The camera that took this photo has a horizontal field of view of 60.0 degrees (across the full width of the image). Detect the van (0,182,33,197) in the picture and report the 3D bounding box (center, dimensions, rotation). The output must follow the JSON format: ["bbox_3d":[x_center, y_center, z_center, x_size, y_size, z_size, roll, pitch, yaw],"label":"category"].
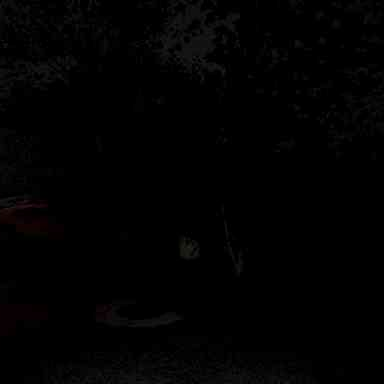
[{"bbox_3d":[-24.756,-0.300,46.290,4.442,1.987,1.878,1,1,-30],"label":"van"}]

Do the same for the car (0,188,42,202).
[{"bbox_3d":[-19.350,0.329,36.787,4.792,1.488,2.163,1,2,-30],"label":"car"}]

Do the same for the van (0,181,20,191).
[{"bbox_3d":[-40.098,-1.292,72.744,4.442,1.987,1.878,1,1,-30],"label":"van"}]

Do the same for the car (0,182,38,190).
[{"bbox_3d":[-15.114,0.387,29.488,5.566,2.045,2.435,1,2,-30],"label":"car"}]

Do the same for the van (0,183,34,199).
[{"bbox_3d":[-22.164,-0.121,41.373,4.442,1.987,1.878,1,1,-30],"label":"van"}]

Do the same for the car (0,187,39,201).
[{"bbox_3d":[-20.673,0.232,39.069,4.792,1.488,2.163,1,1,-30],"label":"car"}]

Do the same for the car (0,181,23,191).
[{"bbox_3d":[-38.833,-1.230,70.275,5.566,2.045,2.435,1,1,-30],"label":"car"}]

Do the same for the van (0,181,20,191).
[{"bbox_3d":[-41.425,-1.378,75.031,4.442,1.987,1.878,1,1,-30],"label":"van"}]

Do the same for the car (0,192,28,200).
[{"bbox_3d":[-8.237,1.077,17.629,4.553,1.767,2.185,1,2,-30],"label":"car"}]

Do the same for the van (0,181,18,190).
[{"bbox_3d":[-43.082,-1.476,77.424,4.442,1.987,1.878,1,1,-30],"label":"van"}]

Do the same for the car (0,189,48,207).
[{"bbox_3d":[-16.561,0.553,31.861,4.792,1.488,2.163,1,2,-30],"label":"car"}]

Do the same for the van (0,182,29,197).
[{"bbox_3d":[-26.346,-0.394,48.568,4.442,1.987,1.878,1,1,-30],"label":"van"}]

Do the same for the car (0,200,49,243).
[{"bbox_3d":[-6.884,1.316,15.219,5.008,1.535,2.097,1,2,-30],"label":"car"}]

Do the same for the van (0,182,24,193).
[{"bbox_3d":[-34.542,-0.933,63.164,4.442,1.987,1.878,1,1,-30],"label":"van"}]

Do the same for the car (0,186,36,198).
[{"bbox_3d":[-23.470,0.014,43.844,5.008,1.535,2.097,1,1,-30],"label":"car"}]

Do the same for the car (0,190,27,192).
[{"bbox_3d":[-12.531,0.860,24.599,5.366,1.575,1.946,1,2,-30],"label":"car"}]

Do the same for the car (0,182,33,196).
[{"bbox_3d":[-27.658,-0.507,51.006,5.566,2.045,2.435,1,1,-30],"label":"car"}]
